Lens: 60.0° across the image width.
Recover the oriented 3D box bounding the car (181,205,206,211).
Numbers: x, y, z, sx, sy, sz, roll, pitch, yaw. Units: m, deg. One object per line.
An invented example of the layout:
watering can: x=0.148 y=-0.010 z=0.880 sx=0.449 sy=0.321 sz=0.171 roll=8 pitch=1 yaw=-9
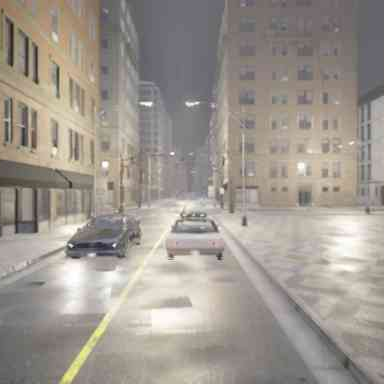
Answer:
car: x=0.105 y=1.622 z=24.475 sx=1.895 sy=1.301 sz=4.718 roll=0 pitch=0 yaw=0

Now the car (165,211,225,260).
car: x=0.104 y=1.612 z=12.516 sx=1.895 sy=1.301 sz=4.718 roll=0 pitch=0 yaw=0

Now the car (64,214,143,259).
car: x=-3.075 y=1.559 z=12.869 sx=2.033 sy=1.411 sz=5.357 roll=0 pitch=0 yaw=0
